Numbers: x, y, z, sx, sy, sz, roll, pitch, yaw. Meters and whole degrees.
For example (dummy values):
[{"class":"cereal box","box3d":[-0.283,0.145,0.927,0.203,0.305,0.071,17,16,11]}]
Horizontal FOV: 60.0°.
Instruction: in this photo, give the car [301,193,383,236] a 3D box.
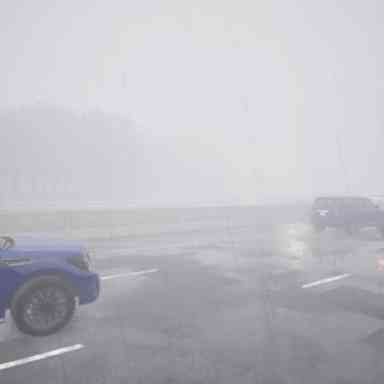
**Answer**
[{"class":"car","box3d":[8.912,1.234,18.711,5.566,2.045,2.150,0,0,-36]}]

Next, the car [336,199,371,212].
[{"class":"car","box3d":[19.083,1.591,39.180,4.181,1.385,1.994,0,0,-36]}]

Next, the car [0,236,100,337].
[{"class":"car","box3d":[-4.293,1.221,4.982,5.566,2.045,2.150,0,0,-36]}]

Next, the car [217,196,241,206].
[{"class":"car","box3d":[5.700,1.297,50.925,1.882,1.535,5.008,0,1,35]}]

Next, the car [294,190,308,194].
[{"class":"car","box3d":[24.917,0.358,76.197,2.128,1.511,4.902,0,3,40]}]

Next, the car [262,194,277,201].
[{"class":"car","box3d":[15.227,1.023,64.057,1.895,1.301,4.718,0,2,37]}]

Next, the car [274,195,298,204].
[{"class":"car","box3d":[13.589,1.516,43.850,4.902,1.511,2.128,0,0,-36]}]

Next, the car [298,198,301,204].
[{"class":"car","box3d":[15.661,1.530,41.031,4.892,1.490,1.837,0,0,-36]}]

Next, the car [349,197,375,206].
[{"class":"car","box3d":[27.636,1.547,53.949,4.181,1.385,1.994,0,0,-35]}]

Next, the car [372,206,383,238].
[{"class":"car","box3d":[10.787,1.518,15.749,4.892,1.490,1.837,0,0,-36]}]
